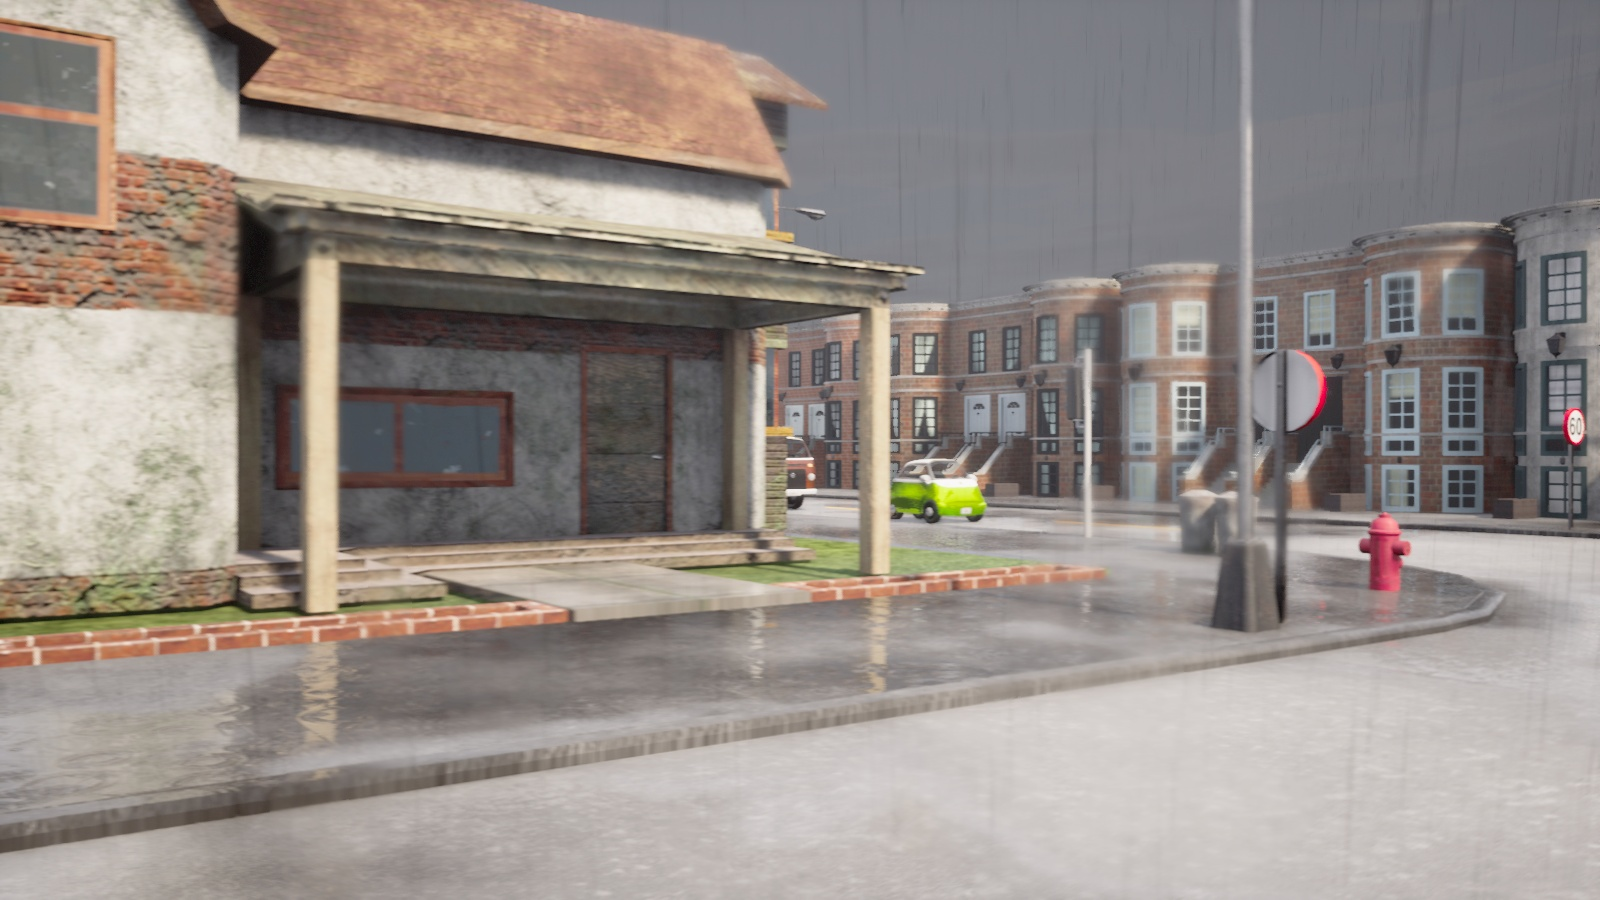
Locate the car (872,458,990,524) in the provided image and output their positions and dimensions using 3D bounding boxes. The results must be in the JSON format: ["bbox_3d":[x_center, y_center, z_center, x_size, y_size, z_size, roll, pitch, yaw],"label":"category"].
[{"bbox_3d":[2.849,0.860,27.491,1.481,1.376,2.207,0,0,-35],"label":"car"}]

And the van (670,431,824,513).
[{"bbox_3d":[-1.498,0.553,33.736,2.069,2.038,4.480,0,0,-35],"label":"van"}]
